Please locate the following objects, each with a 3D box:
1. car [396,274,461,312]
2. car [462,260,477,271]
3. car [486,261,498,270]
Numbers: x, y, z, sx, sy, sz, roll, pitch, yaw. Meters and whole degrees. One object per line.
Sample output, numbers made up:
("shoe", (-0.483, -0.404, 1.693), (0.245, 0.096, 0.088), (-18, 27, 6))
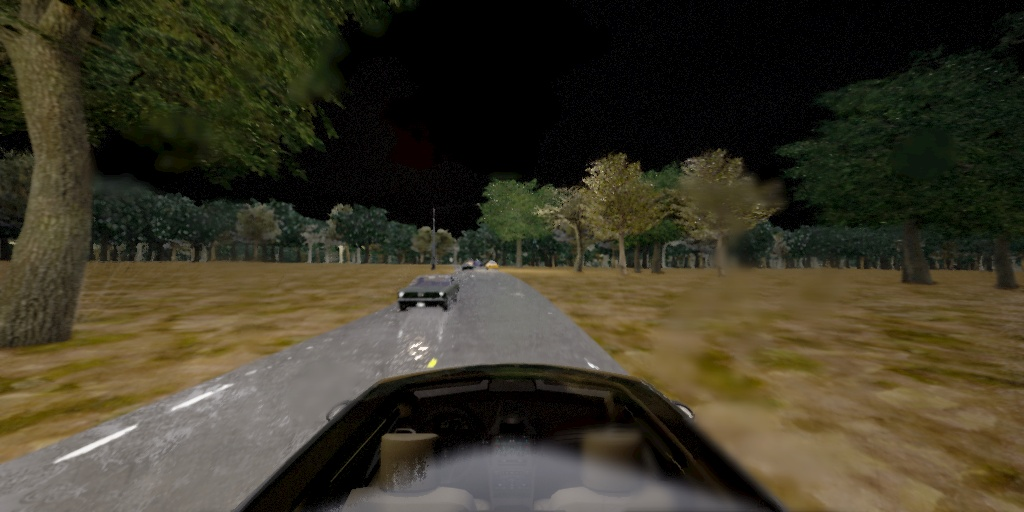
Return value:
("car", (-3.324, 1.458, 15.022), (1.895, 1.301, 4.718), (0, 0, -2))
("car", (-6.839, 1.706, 55.856), (1.895, 1.301, 4.718), (0, 0, -7))
("car", (-3.401, 1.572, 60.592), (1.801, 1.575, 5.366), (0, 0, -9))
